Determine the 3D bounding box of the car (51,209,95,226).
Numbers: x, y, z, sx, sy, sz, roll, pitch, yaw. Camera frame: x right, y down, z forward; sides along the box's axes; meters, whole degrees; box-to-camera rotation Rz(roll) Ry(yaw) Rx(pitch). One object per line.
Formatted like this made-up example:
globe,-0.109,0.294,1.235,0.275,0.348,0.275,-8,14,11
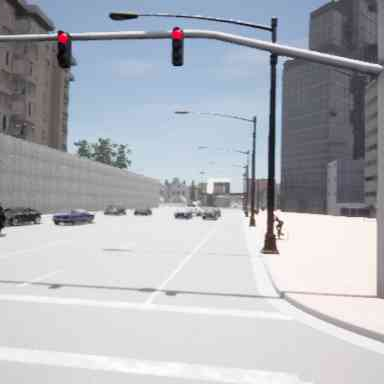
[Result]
car,-10.396,2.226,29.452,1.895,1.301,4.718,1,-2,8

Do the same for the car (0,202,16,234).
car,-12.091,1.434,17.154,2.150,2.045,5.566,1,-2,8

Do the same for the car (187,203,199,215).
car,0.234,2.876,54.448,2.150,2.045,5.566,1,-2,8

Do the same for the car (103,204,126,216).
car,-11.224,2.526,48.469,2.097,1.767,4.553,1,-2,8

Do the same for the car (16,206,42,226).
car,-14.248,1.962,27.147,1.837,1.490,4.892,1,-2,8

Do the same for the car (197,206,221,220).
car,2.382,2.949,44.160,2.033,1.411,5.357,1,-2,8

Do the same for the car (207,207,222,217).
car,3.743,3.290,54.334,2.033,1.411,5.357,1,-2,8

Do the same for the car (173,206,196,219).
car,-1.132,2.915,44.310,1.895,1.301,4.718,1,-2,8

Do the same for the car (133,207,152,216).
car,-7.410,2.896,50.338,1.994,1.385,4.181,1,-2,8

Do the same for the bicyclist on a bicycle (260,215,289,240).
bicyclist on a bicycle,4.892,2.032,19.673,1.656,1.620,0.582,1,-2,8
